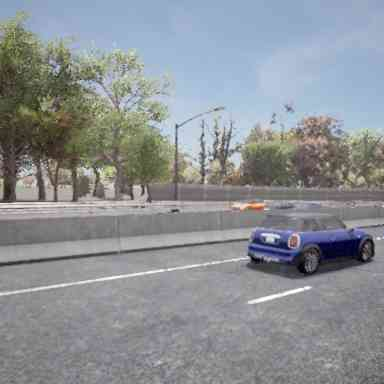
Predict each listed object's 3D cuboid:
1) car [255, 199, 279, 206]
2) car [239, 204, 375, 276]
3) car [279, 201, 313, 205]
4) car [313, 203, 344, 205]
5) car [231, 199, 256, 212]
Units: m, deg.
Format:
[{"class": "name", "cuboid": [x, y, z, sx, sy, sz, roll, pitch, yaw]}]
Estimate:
[{"class": "car", "cuboid": [9.765, 1.767, 36.772, 4.902, 1.511, 2.128, 1, 0, -35]}, {"class": "car", "cuboid": [4.013, 1.438, 10.930, 4.553, 1.767, 2.097, 1, 0, -35]}, {"class": "car", "cuboid": [11.671, 1.821, 33.836, 5.357, 1.411, 2.033, 1, 0, -36]}, {"class": "car", "cuboid": [13.487, 1.835, 30.830, 4.181, 1.385, 1.994, 1, 0, -36]}, {"class": "car", "cuboid": [6.676, 1.612, 38.498, 4.553, 1.767, 2.097, 1, 0, -37]}]
